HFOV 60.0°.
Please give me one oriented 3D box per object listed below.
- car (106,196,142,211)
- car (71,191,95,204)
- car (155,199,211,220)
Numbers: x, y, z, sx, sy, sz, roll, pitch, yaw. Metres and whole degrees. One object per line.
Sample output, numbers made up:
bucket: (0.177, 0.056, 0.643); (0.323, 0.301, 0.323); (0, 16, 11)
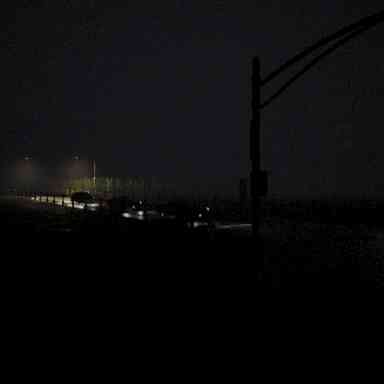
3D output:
car: (-6.635, 1.036, 32.335); (1.895, 1.301, 4.718); (0, 1, -36)
car: (-14.115, 0.707, 42.832); (1.837, 1.490, 4.892); (0, 1, -35)
car: (-0.725, 1.221, 24.060); (1.895, 1.301, 4.718); (0, 1, -36)
